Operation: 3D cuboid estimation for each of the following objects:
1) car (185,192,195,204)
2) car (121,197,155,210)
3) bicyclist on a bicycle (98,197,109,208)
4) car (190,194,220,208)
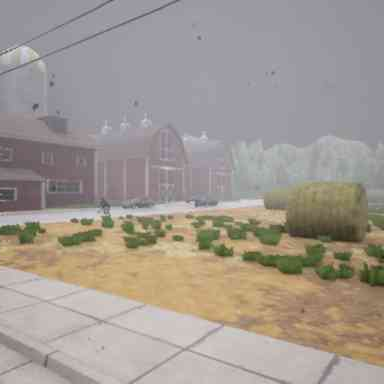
[{"bbox_3d":[-0.055,1.099,58.222,1.905,1.878,3.866,6,1,-8],"label":"car"},{"bbox_3d":[-6.688,1.461,41.443,1.837,1.490,4.892,0,0,35],"label":"car"},{"bbox_3d":[-7.278,1.262,27.445,1.656,1.620,0.582,0,0,35],"label":"bicyclist on a bicycle"},{"bbox_3d":[2.204,1.466,47.947,1.837,1.490,4.892,0,1,35],"label":"car"}]
